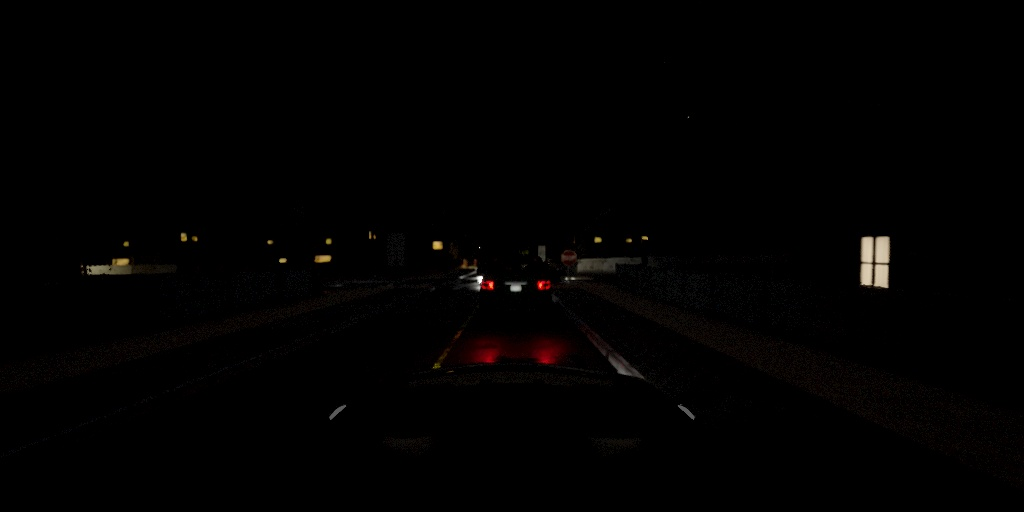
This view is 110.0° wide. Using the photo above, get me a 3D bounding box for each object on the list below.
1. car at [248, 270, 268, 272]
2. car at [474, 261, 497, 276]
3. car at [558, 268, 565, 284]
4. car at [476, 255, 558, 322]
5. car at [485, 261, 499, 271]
[{"bbox_3d":[-18.414,1.677,27.025,4.718,1.301,1.895,-1,2,0],"label":"car"},{"bbox_3d":[-2.819,1.313,39.483,2.128,1.511,4.902,0,0,0],"label":"car"},{"bbox_3d":[2.086,1.267,24.946,1.882,1.535,5.008,-1,-1,27],"label":"car"},{"bbox_3d":[0.106,0.982,12.494,2.150,2.045,5.566,0,0,0],"label":"car"},{"bbox_3d":[-2.806,1.388,51.222,1.812,1.442,4.674,0,0,0],"label":"car"}]
